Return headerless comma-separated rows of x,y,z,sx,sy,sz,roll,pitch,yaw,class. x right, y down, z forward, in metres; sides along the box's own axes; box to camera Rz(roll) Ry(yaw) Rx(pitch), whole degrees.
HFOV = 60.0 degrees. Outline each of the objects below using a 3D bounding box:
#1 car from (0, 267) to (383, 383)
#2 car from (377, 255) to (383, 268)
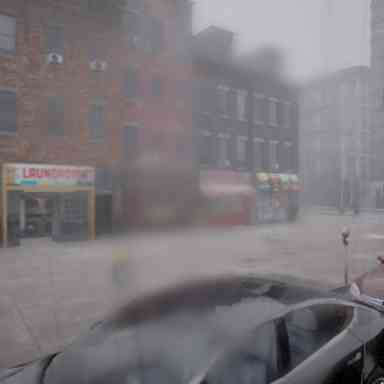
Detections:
0.109,1.564,2.893,4.313,1.339,1.947,0,0,-36,car
4.541,1.573,6.067,4.206,1.307,1.802,0,0,-36,car
